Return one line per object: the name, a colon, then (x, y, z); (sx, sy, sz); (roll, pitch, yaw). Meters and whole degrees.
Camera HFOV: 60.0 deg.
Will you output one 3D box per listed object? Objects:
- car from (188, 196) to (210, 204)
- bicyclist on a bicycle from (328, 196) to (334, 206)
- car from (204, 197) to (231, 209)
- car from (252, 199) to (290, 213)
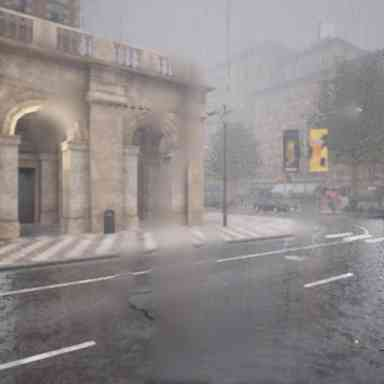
car: (1.396, 1.679, 70.187); (2.128, 1.511, 4.902); (0, 0, -35)
bicyclist on a bicycle: (22.589, 1.486, 54.045); (1.656, 1.620, 0.582); (0, 0, -35)
car: (3.445, 1.608, 47.336); (2.128, 1.511, 4.902); (0, 0, -35)
car: (9.273, 1.619, 39.162); (1.837, 1.490, 4.892); (0, 0, -35)
